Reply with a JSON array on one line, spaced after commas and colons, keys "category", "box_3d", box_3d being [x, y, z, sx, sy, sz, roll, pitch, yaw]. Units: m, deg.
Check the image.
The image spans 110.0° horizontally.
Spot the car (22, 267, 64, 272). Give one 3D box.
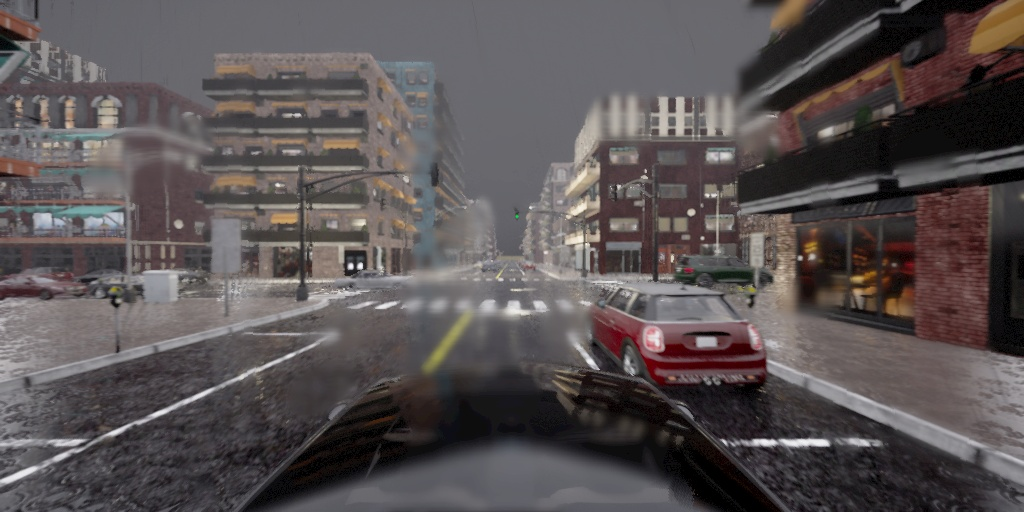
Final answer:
[{"category": "car", "box_3d": [-37.509, 1.627, 28.396, 4.097, 1.591, 1.967, 0, 0, 0]}]

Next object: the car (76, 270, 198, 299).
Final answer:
[{"category": "car", "box_3d": [-20.718, 1.642, 19.947, 4.403, 1.370, 2.007, 0, 0, 0]}]

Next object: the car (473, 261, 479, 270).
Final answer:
[{"category": "car", "box_3d": [-5.677, 1.596, 61.683, 1.751, 1.417, 4.829, 0, 0, 0]}]

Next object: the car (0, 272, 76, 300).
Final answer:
[{"category": "car", "box_3d": [-26.344, 1.730, 19.981, 4.207, 1.307, 1.802, 0, 0, 0]}]

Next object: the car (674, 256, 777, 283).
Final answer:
[{"category": "car", "box_3d": [13.092, 0.989, 22.393, 5.566, 2.045, 2.150, 0, 1, 0]}]

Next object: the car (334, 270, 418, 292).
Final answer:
[{"category": "car", "box_3d": [-8.390, 1.563, 22.525, 4.718, 1.301, 1.895, 0, 1, 0]}]

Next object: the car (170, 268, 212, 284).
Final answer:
[{"category": "car", "box_3d": [-26.259, 1.621, 28.329, 4.403, 1.370, 2.007, 0, 0, 0]}]

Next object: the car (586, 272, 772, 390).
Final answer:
[{"category": "car", "box_3d": [2.687, 1.217, 6.863, 1.967, 1.591, 4.097, 0, 0, 0]}]

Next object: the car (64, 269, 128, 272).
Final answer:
[{"category": "car", "box_3d": [-31.884, 1.694, 28.362, 4.313, 1.339, 1.948, 0, 0, 0]}]

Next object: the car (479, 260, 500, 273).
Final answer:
[{"category": "car", "box_3d": [-3.083, 1.570, 49.864, 1.994, 1.385, 4.181, 0, 0, 0]}]

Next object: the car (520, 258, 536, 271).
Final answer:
[{"category": "car", "box_3d": [2.672, 1.480, 56.148, 1.967, 1.591, 4.097, 0, 0, 0]}]
